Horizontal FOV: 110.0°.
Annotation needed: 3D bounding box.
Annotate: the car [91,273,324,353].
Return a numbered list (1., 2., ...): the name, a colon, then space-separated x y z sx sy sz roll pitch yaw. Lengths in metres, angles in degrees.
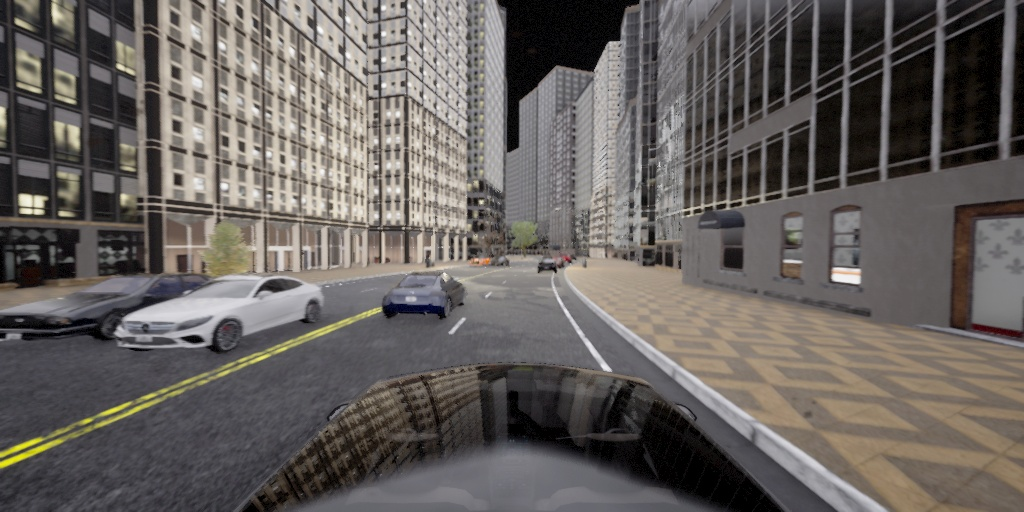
1. car: -6.444 1.173 8.675 1.812 1.442 4.674 0 1 2

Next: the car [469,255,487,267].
1. car: -4.559 0.609 51.357 2.097 1.767 4.553 1 1 12

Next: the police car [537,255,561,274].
1. police car: 3.684 0.895 36.888 1.930 1.638 5.238 1 1 9

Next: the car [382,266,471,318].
1. car: -2.845 1.201 12.396 1.994 1.385 4.181 0 1 2

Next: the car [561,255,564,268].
1. car: 5.364 0.927 46.384 1.812 1.442 4.674 1 1 11

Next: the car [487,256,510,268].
1. car: -1.584 0.779 49.781 1.882 1.535 5.008 1 1 12

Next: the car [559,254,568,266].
1. car: 6.576 0.838 52.109 1.882 1.535 5.008 1 1 13

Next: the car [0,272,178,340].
1. car: -9.690 1.164 9.695 2.033 1.411 5.357 0 1 2
